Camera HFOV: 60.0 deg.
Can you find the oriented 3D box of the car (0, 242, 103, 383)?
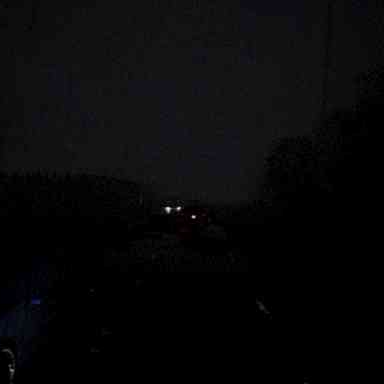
[{"bbox_3d":[-2.850,1.554,5.073,2.033,1.411,5.357,0,0,0],"label":"car"}]

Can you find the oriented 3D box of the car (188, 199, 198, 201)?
[{"bbox_3d":[0.106,1.600,41.023,2.033,1.411,5.357,0,0,0],"label":"car"}]

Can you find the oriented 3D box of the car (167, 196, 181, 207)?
[{"bbox_3d":[-2.743,1.424,52.246,2.097,1.767,4.553,0,0,0],"label":"car"}]

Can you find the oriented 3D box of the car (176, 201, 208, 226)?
[{"bbox_3d":[0.104,1.594,23.678,1.994,1.385,4.181,0,0,0],"label":"car"}]
